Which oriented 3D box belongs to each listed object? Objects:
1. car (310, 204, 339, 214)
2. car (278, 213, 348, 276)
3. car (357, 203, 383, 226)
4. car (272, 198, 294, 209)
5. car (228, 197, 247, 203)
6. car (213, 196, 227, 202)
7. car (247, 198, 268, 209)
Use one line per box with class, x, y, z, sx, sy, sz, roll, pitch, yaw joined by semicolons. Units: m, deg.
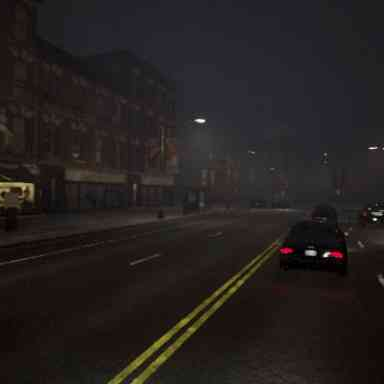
car;10.654;1.742;26.752;1.837;1.490;4.892;1;0;23
car;4.035;1.639;10.880;2.033;1.411;5.357;1;0;23
car;13.845;1.631;25.307;2.097;1.767;4.553;1;0;23
car;13.755;1.916;51.382;1.994;1.385;4.181;1;0;-1
car;11.763;2.004;82.840;1.895;1.301;4.718;1;0;-38
car;7.700;1.879;86.880;4.674;1.452;2.002;1;0;42
car;10.332;1.778;51.598;1.882;1.535;5.008;1;0;-2
